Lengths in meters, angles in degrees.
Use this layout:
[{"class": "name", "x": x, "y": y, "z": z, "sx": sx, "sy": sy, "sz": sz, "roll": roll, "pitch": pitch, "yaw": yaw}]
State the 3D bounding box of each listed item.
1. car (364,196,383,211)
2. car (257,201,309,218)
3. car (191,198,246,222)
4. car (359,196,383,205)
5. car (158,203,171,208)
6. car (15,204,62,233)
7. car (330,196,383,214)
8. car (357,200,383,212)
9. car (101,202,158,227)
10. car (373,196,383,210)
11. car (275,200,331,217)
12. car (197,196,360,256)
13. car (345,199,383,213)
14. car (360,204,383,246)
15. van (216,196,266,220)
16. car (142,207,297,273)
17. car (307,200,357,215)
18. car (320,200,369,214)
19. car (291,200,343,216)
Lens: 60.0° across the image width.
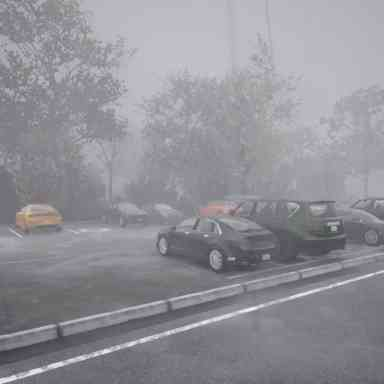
[{"class": "car", "x": 27.039, "y": 1.574, "z": 45.754, "sx": 2.435, "sy": 2.045, "sz": 5.566, "roll": 1, "pitch": -1, "yaw": -36}, {"class": "car", "x": 8.892, "y": 1.646, "z": 32.825, "sx": 2.002, "sy": 1.452, "sz": 4.674, "roll": 1, "pitch": 0, "yaw": -36}, {"class": "car", "x": 2.110, "y": 1.408, "z": 27.953, "sx": 2.185, "sy": 1.767, "sz": 4.553, "roll": 1, "pitch": 0, "yaw": -35}, {"class": "car", "x": 9.699, "y": 1.283, "z": 17.373, "sx": 2.435, "sy": 2.045, "sz": 5.566, "roll": 1, "pitch": 0, "yaw": -35}, {"class": "car", "x": -2.446, "y": 1.537, "z": 24.749, "sx": 2.002, "sy": 1.452, "sz": 4.674, "roll": 0, "pitch": 0, "yaw": -35}, {"class": "car", "x": -9.249, "y": 1.465, "z": 19.899, "sx": 2.097, "sy": 1.535, "sz": 5.008, "roll": 0, "pitch": 0, "yaw": -35}, {"class": "car", "x": 20.240, "y": 1.482, "z": 40.899, "sx": 2.435, "sy": 2.045, "sz": 5.566, "roll": 1, "pitch": 0, "yaw": -36}, {"class": "car", "x": 24.655, "y": 1.832, "z": 44.084, "sx": 2.002, "sy": 1.452, "sz": 4.674, "roll": 1, "pitch": 0, "yaw": -36}, {"class": "car", "x": -4.718, "y": 1.482, "z": 23.136, "sx": 2.097, "sy": 1.535, "sz": 5.008, "roll": 0, "pitch": 0, "yaw": -35}, {"class": "car", "x": 29.204, "y": 1.607, "z": 47.302, "sx": 2.435, "sy": 2.045, "sz": 5.566, "roll": 1, "pitch": -1, "yaw": -36}, {"class": "car", "x": 11.265, "y": 1.628, "z": 34.294, "sx": 1.946, "sy": 1.575, "sz": 5.366, "roll": 1, "pitch": 0, "yaw": -36}, {"class": "car", "x": 2.848, "y": 1.231, "z": 12.495, "sx": 2.435, "sy": 2.045, "sz": 5.566, "roll": 0, "pitch": 0, "yaw": -35}, {"class": "car", "x": 22.492, "y": 1.763, "z": 42.535, "sx": 2.097, "sy": 1.535, "sz": 5.008, "roll": 1, "pitch": 0, "yaw": -36}, {"class": "car", "x": 7.426, "y": 1.513, "z": 15.726, "sx": 2.231, "sy": 1.521, "sz": 4.892, "roll": 1, "pitch": 0, "yaw": -35}, {"class": "van", "x": 4.289, "y": 1.330, "z": 29.687, "sx": 1.878, "sy": 1.987, "sz": 4.442, "roll": 1, "pitch": 0, "yaw": -35}, {"class": "car", "x": 0.585, "y": 1.473, "z": 10.843, "sx": 2.231, "sy": 1.521, "sz": 4.892, "roll": 0, "pitch": 0, "yaw": -35}, {"class": "car", "x": 15.708, "y": 1.711, "z": 37.659, "sx": 2.163, "sy": 1.488, "sz": 4.792, "roll": 1, "pitch": 0, "yaw": -36}, {"class": "car", "x": 17.940, "y": 1.736, "z": 39.325, "sx": 2.163, "sy": 1.488, "sz": 4.792, "roll": 1, "pitch": 0, "yaw": -36}, {"class": "car", "x": 13.428, "y": 1.656, "z": 36.060, "sx": 2.097, "sy": 1.535, "sz": 5.008, "roll": 1, "pitch": 0, "yaw": -36}]
